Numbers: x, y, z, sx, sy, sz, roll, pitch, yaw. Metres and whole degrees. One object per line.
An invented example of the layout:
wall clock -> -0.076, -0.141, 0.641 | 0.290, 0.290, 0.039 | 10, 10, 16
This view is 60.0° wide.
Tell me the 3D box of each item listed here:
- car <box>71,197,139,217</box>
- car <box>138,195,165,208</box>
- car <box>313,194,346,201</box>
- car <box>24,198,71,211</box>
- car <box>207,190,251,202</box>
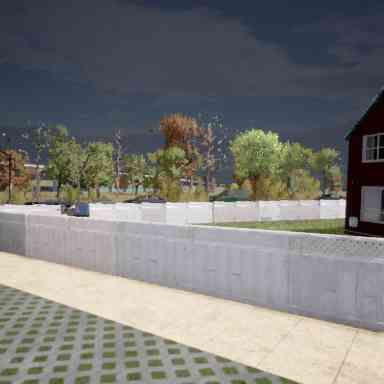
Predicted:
car -> -7.809, 1.405, 29.961 | 5.357, 1.411, 2.033 | 0, 2, -18
car -> -5.470, 1.104, 37.800 | 4.892, 1.490, 1.837 | 0, 2, -19
car -> 18.942, 0.985, 45.864 | 4.674, 1.442, 1.812 | 0, 2, -18
car -> -14.958, 1.274, 34.632 | 4.718, 1.301, 1.895 | 0, 2, -18
car -> 4.669, 0.749, 41.173 | 5.566, 2.045, 2.150 | 0, 2, -18
